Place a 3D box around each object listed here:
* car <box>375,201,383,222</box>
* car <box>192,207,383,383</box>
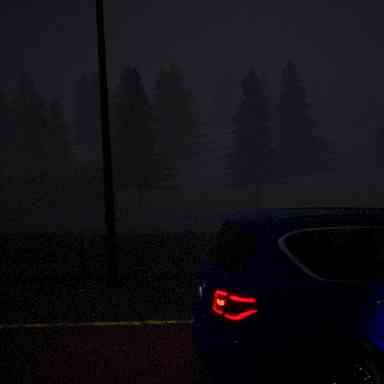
[{"bbox_3d":[17.437,1.550,26.173,5.008,1.535,1.882,0,0,-3],"label":"car"},{"bbox_3d":[2.785,1.226,4.092,5.566,2.045,2.150,0,0,-3],"label":"car"}]
